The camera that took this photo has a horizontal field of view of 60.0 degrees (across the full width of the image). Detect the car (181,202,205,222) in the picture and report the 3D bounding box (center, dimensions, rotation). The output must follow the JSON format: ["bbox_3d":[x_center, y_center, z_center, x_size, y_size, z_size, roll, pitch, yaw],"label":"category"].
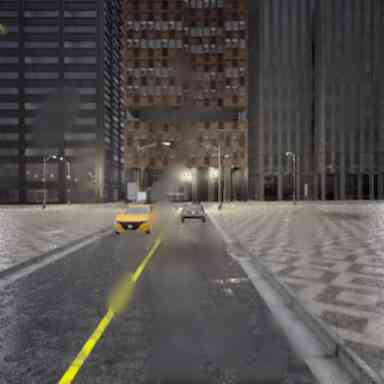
[{"bbox_3d":[0.095,1.537,26.419,2.033,1.411,5.357,0,0,0],"label":"car"}]

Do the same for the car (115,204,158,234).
[{"bbox_3d":[-3.088,1.470,19.179,1.882,1.535,5.008,0,0,0],"label":"car"}]
